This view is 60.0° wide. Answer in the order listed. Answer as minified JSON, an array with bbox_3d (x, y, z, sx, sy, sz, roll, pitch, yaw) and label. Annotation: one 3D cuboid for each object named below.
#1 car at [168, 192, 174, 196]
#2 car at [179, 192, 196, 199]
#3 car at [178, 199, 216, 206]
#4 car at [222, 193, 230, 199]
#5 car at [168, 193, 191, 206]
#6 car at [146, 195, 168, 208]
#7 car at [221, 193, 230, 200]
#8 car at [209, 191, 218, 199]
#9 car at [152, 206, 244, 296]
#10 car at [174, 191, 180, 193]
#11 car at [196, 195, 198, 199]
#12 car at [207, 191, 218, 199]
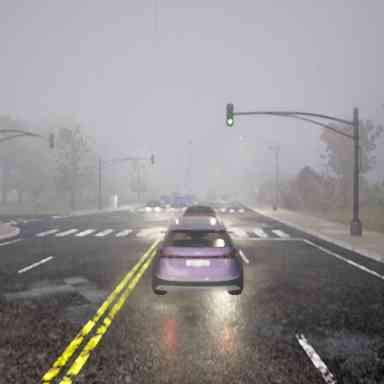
[{"bbox_3d":[-4.290,1.236,53.955,1.882,1.535,5.008,0,0,5],"label":"car"},{"bbox_3d":[-0.925,1.226,55.221,1.882,1.535,5.008,0,0,5],"label":"car"},{"bbox_3d":[0.432,1.408,18.466,1.882,1.535,5.008,0,0,2],"label":"car"},{"bbox_3d":[8.774,1.032,85.077,1.837,1.490,4.892,0,0,7],"label":"car"},{"bbox_3d":[-1.651,1.278,45.758,1.882,1.535,5.008,0,0,4],"label":"car"},{"bbox_3d":[-4.942,1.370,45.086,1.994,1.385,4.181,0,0,5],"label":"car"},{"bbox_3d":[7.564,1.209,74.856,1.895,1.301,4.718,0,0,6],"label":"car"},{"bbox_3d":[5.553,0.758,85.504,2.150,2.045,5.566,0,0,7],"label":"car"},{"bbox_3d":[0.132,1.403,8.609,2.033,1.649,4.856,0,1,0],"label":"car"},{"bbox_3d":[-3.191,0.907,65.829,2.150,2.045,5.566,0,1,6],"label":"car"},{"bbox_3d":[0.094,1.161,66.004,1.882,1.535,5.008,0,0,6],"label":"car"},{"bbox_3d":[4.372,1.166,75.574,1.994,1.385,4.181,0,0,6],"label":"car"}]
